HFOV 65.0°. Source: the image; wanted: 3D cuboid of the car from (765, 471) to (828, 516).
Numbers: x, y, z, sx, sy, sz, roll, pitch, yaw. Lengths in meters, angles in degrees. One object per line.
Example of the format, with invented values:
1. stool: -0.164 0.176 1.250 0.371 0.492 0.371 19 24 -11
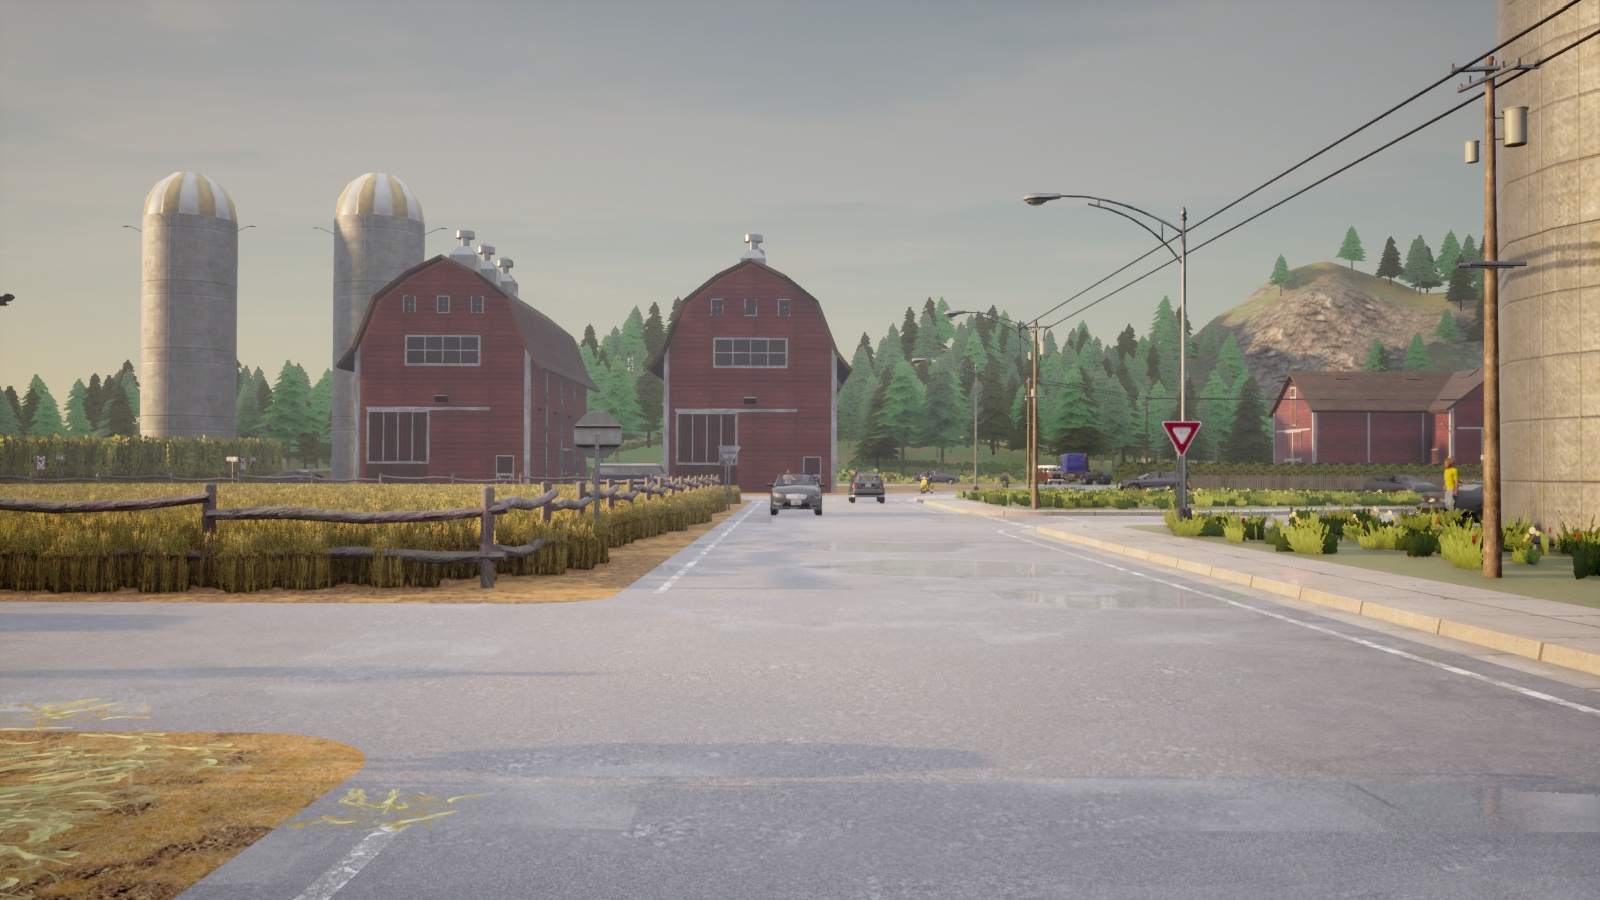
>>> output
1. car: -0.120 1.527 45.142 2.128 1.511 4.902 0 -1 0

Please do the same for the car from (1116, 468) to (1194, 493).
1. car: 24.240 2.085 85.906 4.856 1.649 2.033 0 -1 4

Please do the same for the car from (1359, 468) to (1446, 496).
1. car: 34.659 1.835 72.377 2.007 1.525 4.514 0 -1 -15

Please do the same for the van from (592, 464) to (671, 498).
1. van: -9.947 1.853 74.413 4.442 1.987 1.775 0 -1 0

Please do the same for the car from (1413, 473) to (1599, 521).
1. car: 22.010 1.420 38.571 5.357 1.411 2.033 0 -1 -1

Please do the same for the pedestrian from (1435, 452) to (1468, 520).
1. pedestrian: 17.656 0.970 34.044 0.706 1.836 0.354 0 -1 -3

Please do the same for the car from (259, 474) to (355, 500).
1. car: -28.784 2.165 73.432 4.892 1.490 1.837 0 -1 -5

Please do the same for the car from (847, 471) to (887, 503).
1. car: 3.324 1.831 62.750 1.789 1.549 3.705 0 -1 0
